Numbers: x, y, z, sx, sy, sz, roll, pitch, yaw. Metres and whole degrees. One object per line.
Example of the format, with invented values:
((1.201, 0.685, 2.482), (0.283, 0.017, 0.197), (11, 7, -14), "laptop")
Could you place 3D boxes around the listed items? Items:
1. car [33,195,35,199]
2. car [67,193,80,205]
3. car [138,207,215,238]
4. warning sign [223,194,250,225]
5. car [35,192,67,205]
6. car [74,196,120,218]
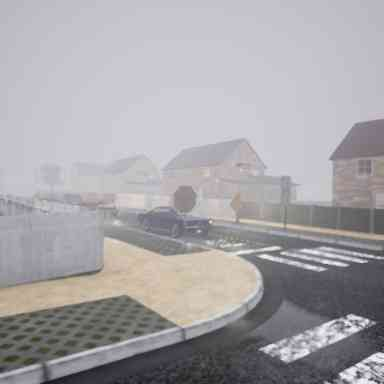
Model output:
((-25.338, 0.737, 55.955), (2.033, 1.411, 5.357), (1, 0, -36), "car")
((-15.350, 0.927, 42.120), (1.837, 1.490, 4.892), (1, 0, -36), "car")
((-0.940, 1.454, 17.105), (1.895, 1.301, 4.718), (1, 0, -36), "car")
((2.832, 1.055, 21.038), (1.300, 1.860, 1.060), (0, 0, -36), "warning sign")
((-16.305, 0.965, 38.452), (1.994, 1.385, 4.181), (1, 0, -36), "car")
((-7.381, 1.256, 26.036), (1.895, 1.301, 4.718), (1, 0, -36), "car")
